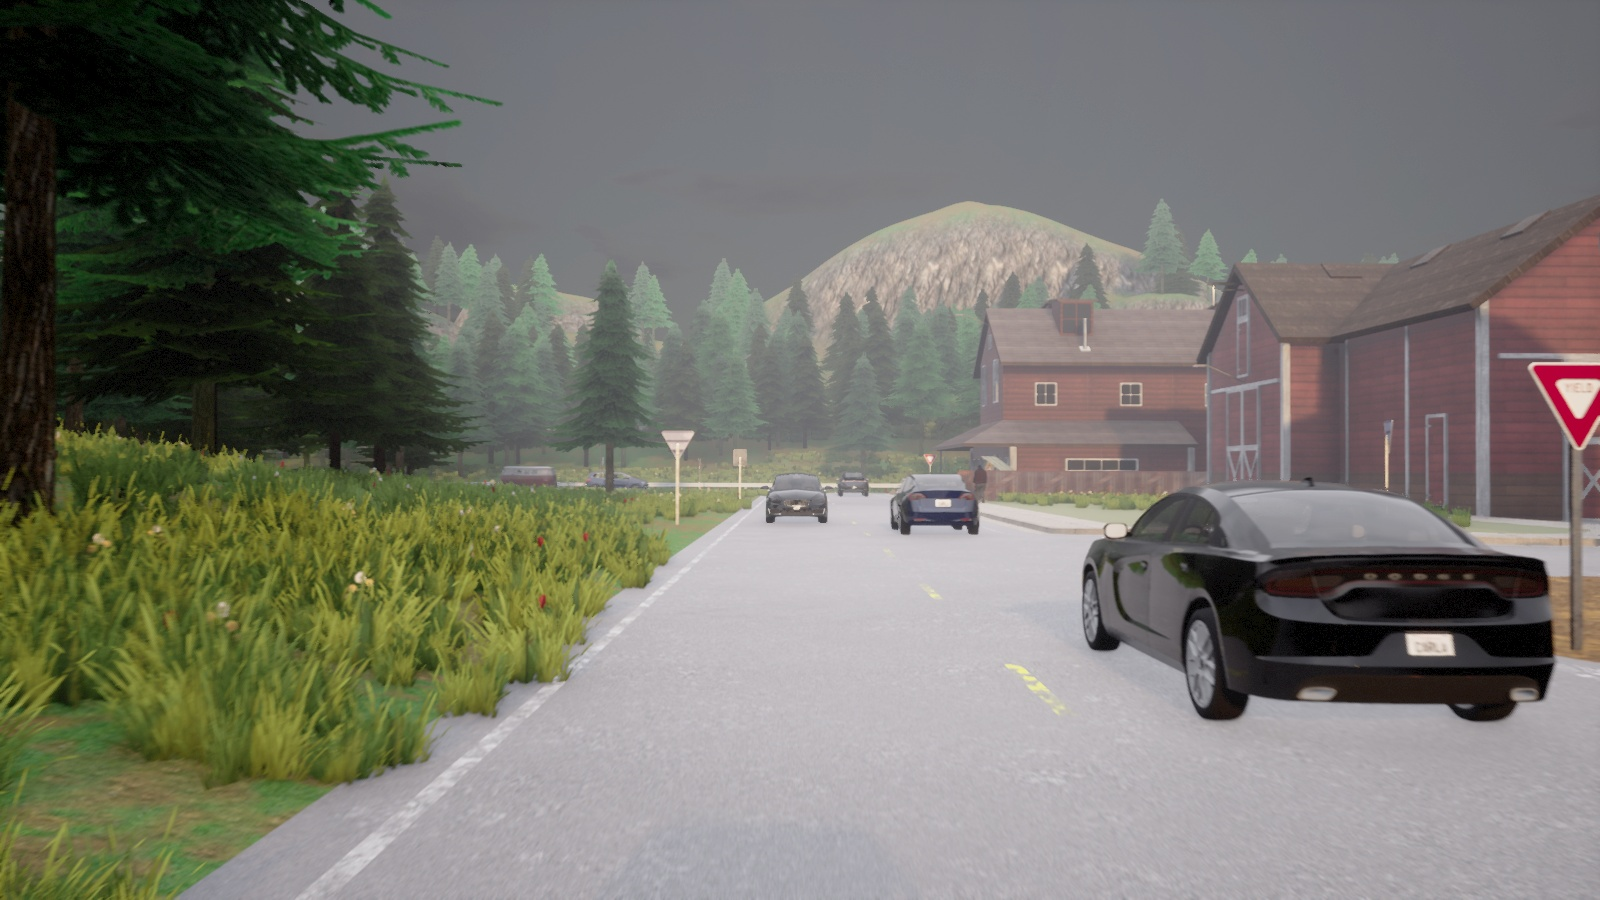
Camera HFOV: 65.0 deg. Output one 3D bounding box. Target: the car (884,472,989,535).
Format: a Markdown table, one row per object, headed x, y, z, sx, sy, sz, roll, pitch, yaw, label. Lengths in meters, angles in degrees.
| x | y | z | sx | sy | sz | roll | pitch | yaw | label |
| --- | --- | --- | --- | --- | --- | --- | --- | --- | --- |
| 3.422 | 1.335 | 32.416 | 2.163 | 1.488 | 4.792 | 0 | -1 | 0 | car |

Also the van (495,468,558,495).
| x | y | z | sx | sy | sz | roll | pitch | yaw | label |
| --- | --- | --- | --- | --- | --- | --- | --- | --- | --- |
| -20.812 | 2.393 | 95.702 | 4.442 | 1.987 | 1.775 | 0 | -1 | 0 | van |

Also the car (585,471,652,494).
| x | y | z | sx | sy | sz | roll | pitch | yaw | label |
| --- | --- | --- | --- | --- | --- | --- | --- | --- | --- |
| -13.288 | 2.396 | 92.229 | 4.611 | 1.667 | 2.242 | 0 | -1 | 0 | car |

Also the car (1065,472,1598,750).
| x | y | z | sx | sy | sz | roll | pitch | yaw | label |
| --- | --- | --- | --- | --- | --- | --- | --- | --- | --- |
| 3.477 | 0.937 | 9.482 | 1.882 | 1.535 | 5.008 | 0 | -1 | 0 | car |

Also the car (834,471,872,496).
| x | y | z | sx | sy | sz | roll | pitch | yaw | label |
| --- | --- | --- | --- | --- | --- | --- | --- | --- | --- |
| 3.313 | 2.082 | 79.125 | 2.128 | 1.511 | 4.902 | 0 | -1 | 0 | car |

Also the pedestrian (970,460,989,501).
| x | y | z | sx | sy | sz | roll | pitch | yaw | label |
| --- | --- | --- | --- | --- | --- | --- | --- | --- | --- |
| 8.100 | 1.387 | 56.692 | 0.634 | 1.844 | 0.899 | 0 | -1 | -5 | pedestrian |

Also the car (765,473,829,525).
| x | y | z | sx | sy | sz | roll | pitch | yaw | label |
| --- | --- | --- | --- | --- | --- | --- | --- | --- | --- |
| -0.092 | 1.470 | 38.851 | 1.837 | 1.490 | 4.892 | 0 | -1 | 0 | car |
